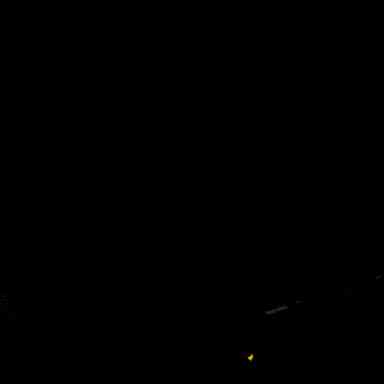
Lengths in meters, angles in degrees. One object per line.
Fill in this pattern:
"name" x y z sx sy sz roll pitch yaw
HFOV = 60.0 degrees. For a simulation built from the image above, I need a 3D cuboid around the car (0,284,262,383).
"car" -1.520 1.523 2.266 4.674 1.442 1.812 0 0 -36
